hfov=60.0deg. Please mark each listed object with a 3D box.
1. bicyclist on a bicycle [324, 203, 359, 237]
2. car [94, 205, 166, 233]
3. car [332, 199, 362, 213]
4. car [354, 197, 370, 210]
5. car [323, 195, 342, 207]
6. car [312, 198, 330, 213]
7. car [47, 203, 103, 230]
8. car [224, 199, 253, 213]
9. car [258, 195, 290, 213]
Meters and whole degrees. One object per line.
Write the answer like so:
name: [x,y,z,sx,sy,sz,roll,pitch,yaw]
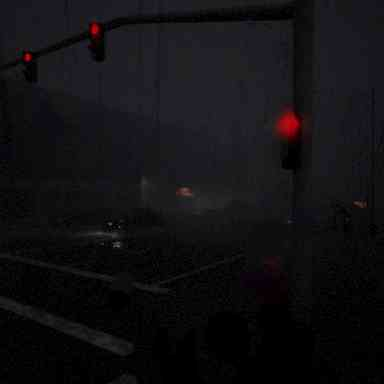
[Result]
bicyclist on a bicycle: [7.381,1.391,16.480,1.656,1.620,0.582,0,0,34]
car: [-3.431,1.592,20.121,1.994,1.385,4.181,0,0,34]
car: [18.549,1.821,39.616,1.895,1.301,4.718,0,0,35]
car: [24.322,1.629,48.136,2.097,1.767,4.553,0,0,35]
car: [20.672,1.479,49.028,2.150,2.045,5.566,0,0,34]
car: [15.079,1.764,40.761,1.994,1.385,4.181,0,0,35]
car: [-6.768,1.488,21.437,1.882,1.535,5.008,0,0,34]
car: [5.585,1.640,39.501,1.837,1.490,4.892,0,0,35]
car: [9.818,1.385,39.477,2.150,2.045,5.566,0,0,35]
